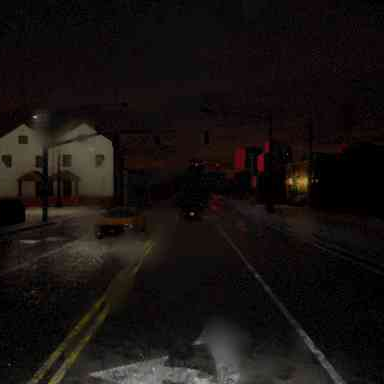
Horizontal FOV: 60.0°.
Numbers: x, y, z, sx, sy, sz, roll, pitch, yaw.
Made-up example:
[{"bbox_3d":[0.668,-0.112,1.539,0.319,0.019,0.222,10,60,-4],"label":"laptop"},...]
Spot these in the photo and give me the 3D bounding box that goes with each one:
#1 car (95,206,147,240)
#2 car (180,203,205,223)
[{"bbox_3d":[-3.547,1.497,17.320,1.882,1.535,5.008,0,0,1],"label":"car"},{"bbox_3d":[0.030,1.575,25.553,2.033,1.411,5.357,0,0,0],"label":"car"}]
